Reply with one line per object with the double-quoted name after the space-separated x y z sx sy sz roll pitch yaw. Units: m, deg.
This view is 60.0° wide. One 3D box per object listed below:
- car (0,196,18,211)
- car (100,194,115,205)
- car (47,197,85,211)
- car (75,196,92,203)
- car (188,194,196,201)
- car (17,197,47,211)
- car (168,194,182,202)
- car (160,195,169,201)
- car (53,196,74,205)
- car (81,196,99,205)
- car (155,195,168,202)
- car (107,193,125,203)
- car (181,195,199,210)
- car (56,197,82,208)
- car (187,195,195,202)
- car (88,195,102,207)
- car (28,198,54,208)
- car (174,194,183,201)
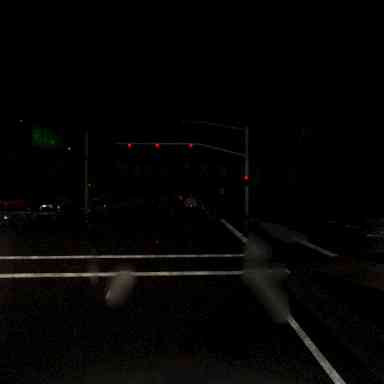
-22.207 1.352 40.409 2.097 1.767 4.553 0 0 0 "car"
-15.230 1.564 57.665 1.994 1.385 4.181 0 0 0 "car"
-15.207 1.491 40.352 2.128 1.511 4.902 0 0 0 "car"
-22.179 1.594 68.065 1.895 1.301 4.718 0 0 0 "car"
0.031 1.419 84.414 1.882 1.535 5.008 0 0 1 "car"
-18.745 1.547 40.902 2.033 1.411 5.357 0 0 0 "car"
-3.656 1.550 74.638 1.994 1.385 4.181 0 0 1 "car"
-6.967 1.465 84.580 1.812 1.442 4.674 0 0 1 "car"
-22.219 1.525 57.782 1.812 1.442 4.674 0 0 0 "car"
-18.716 1.504 61.088 1.837 1.490 4.892 0 0 0 "car"
-7.159 1.536 74.218 2.033 1.411 5.357 0 0 1 "car"
-15.181 1.225 68.146 2.150 2.045 5.566 0 0 0 "car"
-0.116 1.525 43.216 1.812 1.442 4.674 0 0 0 "car"
-18.731 1.547 50.974 2.033 1.411 5.357 0 0 0 "car"
-0.159 1.521 74.234 1.812 1.442 4.674 0 0 1 "car"
-15.226 1.564 49.255 1.994 1.385 4.181 0 0 0 "car"
-22.227 1.564 49.040 1.994 1.385 4.181 0 0 0 "car"
-3.469 1.296 84.467 2.097 1.767 4.553 0 0 1 "car"
